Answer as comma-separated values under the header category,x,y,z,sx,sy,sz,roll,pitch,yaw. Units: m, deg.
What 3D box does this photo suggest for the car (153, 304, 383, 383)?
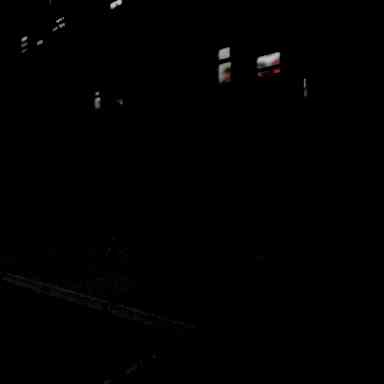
category,x,y,z,sx,sy,sz,roll,pitch,yaw
car,1.989,1.313,1.472,5.009,1.841,2.192,0,-1,36
